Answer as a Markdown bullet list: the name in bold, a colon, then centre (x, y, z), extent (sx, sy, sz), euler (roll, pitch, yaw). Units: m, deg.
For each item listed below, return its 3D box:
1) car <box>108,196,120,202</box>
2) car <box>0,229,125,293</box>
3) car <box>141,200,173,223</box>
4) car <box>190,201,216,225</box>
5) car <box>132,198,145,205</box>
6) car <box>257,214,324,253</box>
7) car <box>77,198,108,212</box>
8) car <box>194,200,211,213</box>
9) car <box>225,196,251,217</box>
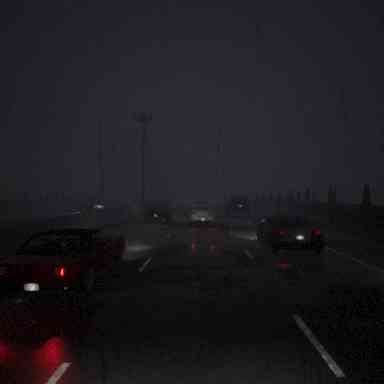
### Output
- **car**: centre (-15.564, 1.536, 66.011), extent (1.837, 1.490, 4.892), euler (0, 0, 2)
- **car**: centre (-3.155, 1.633, 8.910), extent (1.895, 1.301, 4.718), euler (0, 0, 2)
- **car**: centre (-2.623, 1.608, 27.101), extent (1.882, 1.535, 5.008), euler (0, 0, 2)
- **car**: centre (0.814, 1.653, 25.003), extent (1.812, 1.442, 4.674), euler (0, 0, 2)
- **car**: centre (-8.856, 1.819, 56.611), extent (2.128, 1.511, 4.902), euler (0, -1, 2)
- **car**: centre (4.001, 1.640, 14.119), extent (1.994, 1.385, 4.181), euler (0, 0, 2)
- **car**: centre (-12.831, 1.753, 42.390), extent (2.033, 1.411, 5.357), euler (0, 0, 2)
- **car**: centre (1.321, 1.788, 41.866), extent (2.033, 1.411, 5.357), euler (0, 0, 2)
- **car**: centre (4.579, 1.415, 33.727), extent (2.150, 2.045, 5.566), euler (0, 0, 2)
